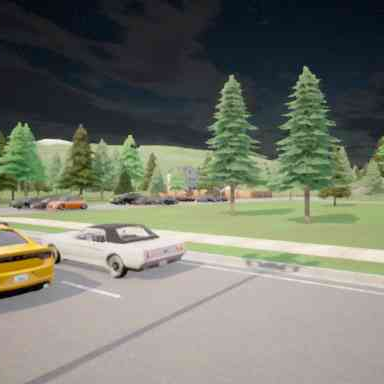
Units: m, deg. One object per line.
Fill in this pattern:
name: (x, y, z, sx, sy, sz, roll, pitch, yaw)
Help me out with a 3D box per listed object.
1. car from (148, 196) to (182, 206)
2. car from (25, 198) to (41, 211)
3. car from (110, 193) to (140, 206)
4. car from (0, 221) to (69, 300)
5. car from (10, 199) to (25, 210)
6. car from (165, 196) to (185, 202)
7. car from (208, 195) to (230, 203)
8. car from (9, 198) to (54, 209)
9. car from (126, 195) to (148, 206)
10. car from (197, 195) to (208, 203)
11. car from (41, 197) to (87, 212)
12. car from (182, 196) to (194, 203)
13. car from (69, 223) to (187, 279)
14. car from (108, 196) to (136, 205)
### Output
car: (-4.285, 1.505, 53.353, 1.837, 1.490, 4.892, 0, 0, 36)
car: (-17.584, 1.525, 41.073, 1.812, 1.442, 4.674, 0, 0, 36)
car: (-10.916, 1.222, 56.138, 2.150, 2.045, 5.566, 0, 0, 36)
car: (-5.253, 1.478, 7.721, 5.008, 1.535, 1.882, 0, 0, 35)
car: (-20.635, 1.504, 42.828, 1.837, 1.490, 4.892, 0, 0, 36)
car: (-3.623, 1.535, 71.926, 1.895, 1.301, 4.718, 0, 0, 36)
car: (5.795, 1.564, 67.019, 1.837, 1.490, 4.892, 0, 0, 36)
car: (-22.347, 1.547, 46.419, 2.033, 1.411, 5.357, 0, 0, 36)
car: (-8.021, 1.564, 54.170, 1.994, 1.385, 4.181, 0, 0, 36)
car: (2.985, 1.381, 69.106, 2.097, 1.767, 4.553, 0, 0, 36)
car: (-14.681, 1.352, 39.115, 2.097, 1.767, 4.553, 0, 0, 36)
car: (-1.654, 1.568, 68.687, 1.895, 1.301, 4.718, 0, 0, 36)
car: (-2.571, 1.601, 10.111, 4.718, 1.301, 1.895, 0, 0, 35)
car: (-12.526, 1.477, 59.843, 1.882, 1.535, 5.008, 0, 0, 36)
